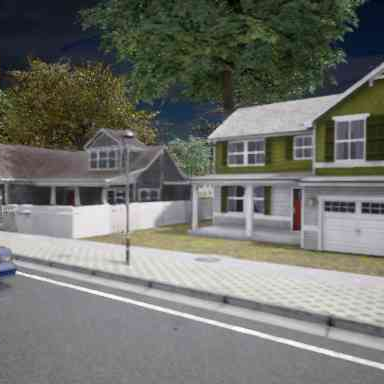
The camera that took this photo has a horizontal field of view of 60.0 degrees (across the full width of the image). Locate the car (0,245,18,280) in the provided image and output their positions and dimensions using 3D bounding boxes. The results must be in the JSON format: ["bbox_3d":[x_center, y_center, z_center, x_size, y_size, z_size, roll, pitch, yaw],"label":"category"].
[{"bbox_3d":[-6.663,1.587,8.539,5.357,1.411,2.033,0,0,34],"label":"car"}]
